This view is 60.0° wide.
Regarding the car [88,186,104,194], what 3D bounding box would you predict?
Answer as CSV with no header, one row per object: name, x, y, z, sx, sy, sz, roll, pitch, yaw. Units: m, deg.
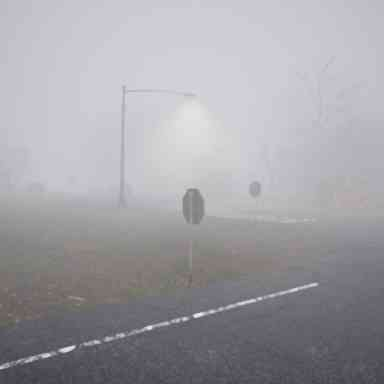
car,-17.277,-0.401,60.092,1.994,1.385,4.181,0,2,-36

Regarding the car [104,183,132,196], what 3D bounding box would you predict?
car,-11.223,-0.408,51.631,2.150,2.045,5.566,0,2,-36
